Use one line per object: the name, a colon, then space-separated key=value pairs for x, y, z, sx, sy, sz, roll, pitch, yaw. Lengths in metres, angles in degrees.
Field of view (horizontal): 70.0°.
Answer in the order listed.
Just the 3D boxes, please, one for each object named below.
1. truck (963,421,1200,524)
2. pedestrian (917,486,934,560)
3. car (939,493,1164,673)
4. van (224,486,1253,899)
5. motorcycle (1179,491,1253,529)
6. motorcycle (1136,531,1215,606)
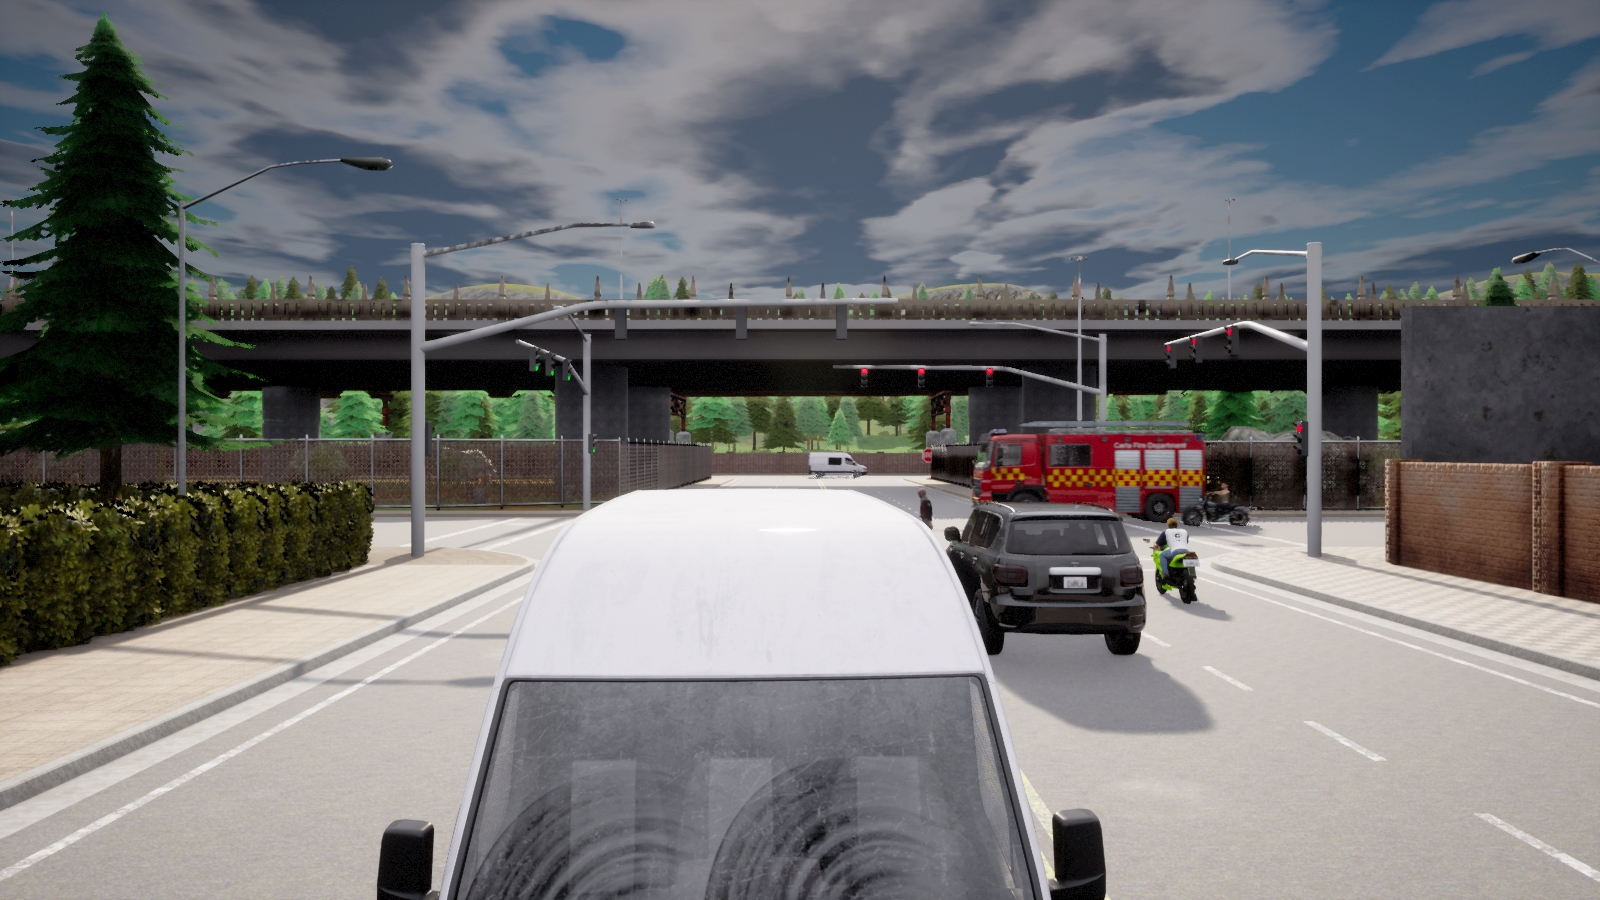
truck: x=10.757 y=0.849 z=44.249 sx=8.468 sy=3.827 sz=2.891 roll=0 pitch=0 yaw=0
pedestrian: x=3.173 y=1.842 z=28.932 sx=0.375 sy=1.860 sz=0.375 roll=0 pitch=0 yaw=-1
car: x=3.496 y=1.780 z=17.139 sx=2.150 sy=2.045 sz=5.566 roll=0 pitch=0 yaw=0
van: x=-0.245 y=1.535 z=5.164 sx=1.988 sy=2.561 sz=5.915 roll=0 pitch=0 yaw=-3
motorcycle: x=14.723 y=2.116 z=40.496 sx=2.356 sy=1.277 sz=0.764 roll=0 pitch=0 yaw=0
motorcycle: x=6.995 y=2.187 z=21.401 sx=0.803 sy=1.199 sz=2.033 roll=0 pitch=0 yaw=0
